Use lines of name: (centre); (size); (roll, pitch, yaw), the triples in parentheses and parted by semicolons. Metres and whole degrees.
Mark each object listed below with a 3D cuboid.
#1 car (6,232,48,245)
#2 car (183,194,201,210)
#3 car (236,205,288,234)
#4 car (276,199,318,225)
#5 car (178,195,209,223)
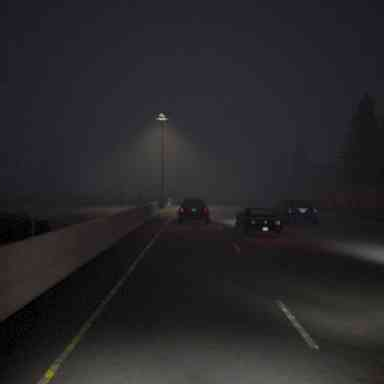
car: (-7.024, 1.491, 12.226); (2.033, 1.411, 5.357); (0, 0, 1)
car: (0.048, 1.161, 41.037); (2.097, 1.767, 4.553); (0, 0, 0)
car: (3.608, 1.514, 18.589); (1.895, 1.301, 4.718); (0, 0, 0)
car: (7.110, 1.243, 23.459); (2.097, 1.767, 4.553); (0, 0, 0)
car: (0.110, 1.240, 24.365); (2.097, 1.767, 4.553); (0, 0, 0)
